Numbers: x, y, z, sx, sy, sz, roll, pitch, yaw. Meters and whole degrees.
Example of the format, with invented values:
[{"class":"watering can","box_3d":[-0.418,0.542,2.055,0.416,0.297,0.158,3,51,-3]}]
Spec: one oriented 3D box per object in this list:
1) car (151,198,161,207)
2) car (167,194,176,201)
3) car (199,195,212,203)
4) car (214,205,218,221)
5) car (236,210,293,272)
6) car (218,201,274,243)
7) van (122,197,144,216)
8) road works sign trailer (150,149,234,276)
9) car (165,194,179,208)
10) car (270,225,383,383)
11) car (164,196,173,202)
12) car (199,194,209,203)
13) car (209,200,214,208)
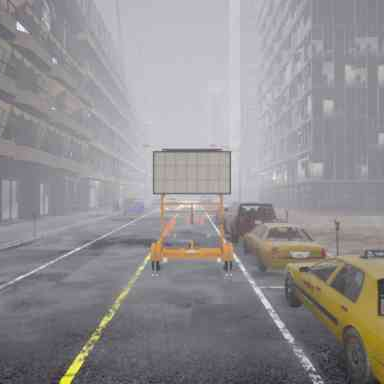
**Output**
[{"class":"car","box_3d":[-5.683,1.666,54.633,1.802,1.307,4.206,1,0,0]},{"class":"car","box_3d":[-5.683,1.545,93.294,2.192,1.841,5.009,1,0,0]},{"class":"car","box_3d":[2.697,1.668,60.155,1.947,1.339,4.313,1,0,0]},{"class":"car","box_3d":[2.701,1.583,21.495,1.947,1.339,4.313,1,0,0]},{"class":"car","box_3d":[2.702,1.532,10.621,1.752,1.417,4.829,1,0,0]},{"class":"car","box_3d":[2.705,1.326,15.973,2.192,1.841,5.009,1,0,0]},{"class":"van","box_3d":[-5.677,1.374,32.542,1.690,1.788,3.998,1,0,0]},{"class":"road works sign trailer","box_3d":[0.000,0.471,10.325,2.380,3.560,2.880,0,0,0]},{"class":"car","box_3d":[-3.003,1.553,51.327,1.882,1.535,5.008,0,0,0]},{"class":"car","box_3d":[2.702,1.528,5.098,1.752,1.417,4.829,1,0,0]},{"class":"car","box_3d":[-5.685,1.725,82.247,1.887,1.381,4.507,1,0,0]},{"class":"car","box_3d":[2.698,1.473,76.726,2.192,1.841,5.009,1,0,0]},{"class":"car","box_3d":[2.700,1.569,27.019,1.887,1.381,4.507,1,0,0]}]
